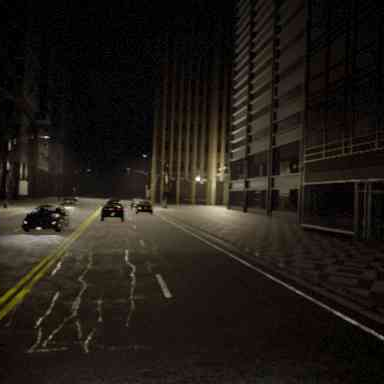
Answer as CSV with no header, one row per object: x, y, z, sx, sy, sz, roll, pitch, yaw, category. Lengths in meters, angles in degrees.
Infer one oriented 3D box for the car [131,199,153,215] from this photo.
-5.454,1.760,37.596,2.033,1.411,5.357,3,-1,-13,car

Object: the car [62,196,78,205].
-18.344,1.300,50.189,2.128,1.511,4.902,3,-1,-13,car

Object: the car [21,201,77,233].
-8.222,1.446,19.253,2.033,1.411,5.357,3,-1,-13,car

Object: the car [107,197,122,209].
-10.933,1.544,47.254,1.882,1.535,5.008,3,-1,-13,car

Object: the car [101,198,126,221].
-6.665,1.554,28.121,2.128,1.511,4.902,3,-1,-13,car
